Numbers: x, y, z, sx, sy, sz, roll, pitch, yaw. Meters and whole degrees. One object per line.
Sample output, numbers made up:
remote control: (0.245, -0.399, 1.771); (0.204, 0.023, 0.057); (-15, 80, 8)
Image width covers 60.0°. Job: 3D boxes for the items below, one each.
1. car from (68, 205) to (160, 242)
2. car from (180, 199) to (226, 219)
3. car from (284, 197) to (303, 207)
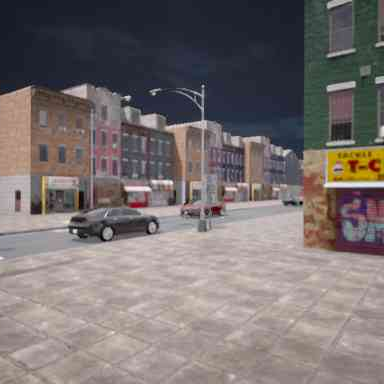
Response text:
car: (-3.602, 1.423, 16.216); (1.837, 1.490, 4.892); (0, 1, 36)
car: (0.980, 1.317, 27.491); (1.882, 1.535, 5.008); (0, 1, 36)
car: (14.245, 1.328, 45.837); (1.895, 1.301, 4.718); (0, 0, 36)
